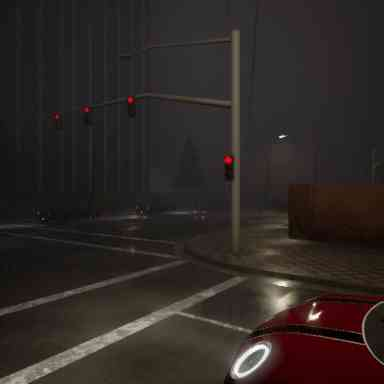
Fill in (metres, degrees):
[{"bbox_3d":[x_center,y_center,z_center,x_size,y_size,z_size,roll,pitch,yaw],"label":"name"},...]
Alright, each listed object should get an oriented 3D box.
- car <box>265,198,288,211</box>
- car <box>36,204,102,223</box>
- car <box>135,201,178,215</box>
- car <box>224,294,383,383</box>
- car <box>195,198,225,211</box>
[{"bbox_3d":[10.746,1.492,41.332,2.128,1.511,4.902,0,0,36],"label":"car"},{"bbox_3d":[-9.319,1.601,25.455,1.895,1.301,4.718,0,0,35],"label":"car"},{"bbox_3d":[-3.538,1.601,33.610,1.895,1.301,4.718,0,0,35],"label":"car"},{"bbox_3d":[2.449,1.352,2.211,4.553,1.767,2.097,0,0,36],"label":"car"},{"bbox_3d":[2.306,1.491,41.820,2.128,1.511,4.902,0,0,36],"label":"car"}]
